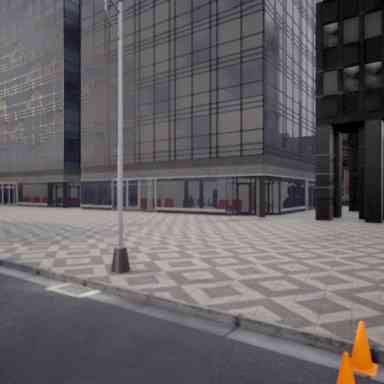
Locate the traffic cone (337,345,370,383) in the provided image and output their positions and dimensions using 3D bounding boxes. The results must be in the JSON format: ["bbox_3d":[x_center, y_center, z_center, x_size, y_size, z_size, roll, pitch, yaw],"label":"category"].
[{"bbox_3d":[1.595,1.955,3.438,0.340,0.580,0.340,0,0,35],"label":"traffic cone"}]

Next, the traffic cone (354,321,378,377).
[{"bbox_3d":[2.171,1.955,4.257,0.340,0.580,0.340,0,0,35],"label":"traffic cone"}]
